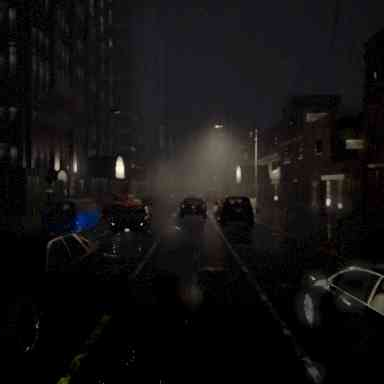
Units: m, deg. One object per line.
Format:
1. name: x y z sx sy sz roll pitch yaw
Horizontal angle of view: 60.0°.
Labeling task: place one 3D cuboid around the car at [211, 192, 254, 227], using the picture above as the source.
1. car: 2.674 1.160 21.392 2.192 1.841 5.009 -1 0 0

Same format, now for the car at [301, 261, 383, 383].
1. car: 2.690 1.521 4.055 2.008 1.369 4.403 -1 0 0

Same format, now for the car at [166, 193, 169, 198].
1. car: -5.703 1.090 59.976 1.752 1.417 4.829 -1 0 0

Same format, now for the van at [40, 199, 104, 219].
1. van: -5.705 1.226 15.868 1.690 1.788 3.998 -1 0 0

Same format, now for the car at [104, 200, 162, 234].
1. car: -3.079 1.413 18.459 2.033 1.411 5.357 0 0 0

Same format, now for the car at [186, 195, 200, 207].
1. car: 0.101 1.202 44.584 1.812 1.442 4.674 0 0 0

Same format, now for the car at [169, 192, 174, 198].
1. car: -5.704 0.804 87.820 1.967 1.590 4.097 -1 0 0

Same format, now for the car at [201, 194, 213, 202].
1. car: 2.678 1.130 60.135 1.947 1.339 4.313 -1 0 0

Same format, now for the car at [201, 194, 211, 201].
1. car: 2.679 1.106 65.669 1.802 1.307 4.206 -1 0 0

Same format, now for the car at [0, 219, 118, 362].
1. car: -3.068 1.503 6.154 2.033 1.411 5.357 0 0 0

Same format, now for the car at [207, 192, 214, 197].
1. car: 2.674 0.960 49.065 2.192 1.841 5.009 -1 0 0

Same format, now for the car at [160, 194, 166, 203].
1. car: -5.703 1.131 54.442 1.752 1.417 4.829 -1 0 0

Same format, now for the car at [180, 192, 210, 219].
1. car: 0.098 1.154 27.306 2.097 1.767 4.553 0 0 0

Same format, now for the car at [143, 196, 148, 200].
1. car: -5.703 1.291 32.303 1.752 1.417 4.829 -1 0 0

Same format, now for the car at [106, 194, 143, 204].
1. car: -5.705 1.120 26.937 2.192 1.841 5.009 -1 0 0

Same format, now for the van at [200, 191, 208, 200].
1. van: 2.675 0.785 76.736 1.690 1.788 3.998 -1 0 0

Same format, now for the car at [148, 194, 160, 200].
1. car: -5.702 1.229 43.543 1.887 1.381 4.507 -1 0 0
